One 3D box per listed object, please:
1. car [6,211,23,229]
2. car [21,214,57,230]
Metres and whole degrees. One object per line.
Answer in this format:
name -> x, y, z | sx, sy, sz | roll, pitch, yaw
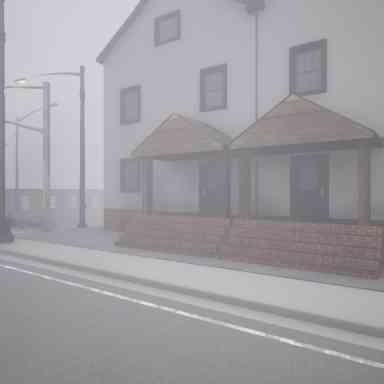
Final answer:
car -> -14.772, 1.392, 21.922 | 2.150, 2.045, 5.566 | 0, -7, 39
car -> -14.101, 2.655, 29.350 | 1.994, 1.385, 4.181 | 0, -9, 36
